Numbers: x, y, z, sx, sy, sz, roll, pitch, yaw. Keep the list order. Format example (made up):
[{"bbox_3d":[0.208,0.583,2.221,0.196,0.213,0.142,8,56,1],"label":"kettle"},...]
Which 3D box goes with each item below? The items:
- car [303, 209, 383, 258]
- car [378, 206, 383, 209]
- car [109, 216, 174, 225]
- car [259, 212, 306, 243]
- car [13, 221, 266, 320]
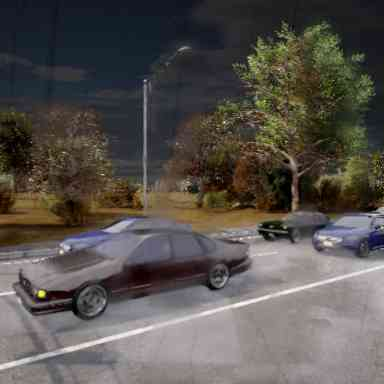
[{"bbox_3d":[6.703,1.584,13.125,4.674,1.442,1.812,0,0,-36],"label":"car"},{"bbox_3d":[13.386,1.632,22.304,4.674,1.442,1.812,0,0,-36],"label":"car"},{"bbox_3d":[-1.957,1.550,11.197,4.674,1.442,1.812,0,0,-36],"label":"car"},{"bbox_3d":[5.431,1.665,16.523,4.718,1.301,1.895,0,0,-36],"label":"car"},{"bbox_3d":[-0.956,1.565,7.573,5.357,1.411,2.033,0,0,-37],"label":"car"}]
